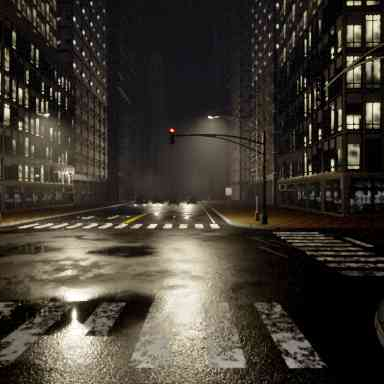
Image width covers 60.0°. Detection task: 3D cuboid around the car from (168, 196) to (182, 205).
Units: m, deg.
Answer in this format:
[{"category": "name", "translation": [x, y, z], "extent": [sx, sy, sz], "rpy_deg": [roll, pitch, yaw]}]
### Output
[{"category": "car", "translation": [-3.226, 1.647, 59.684], "extent": [2.033, 1.411, 5.357], "rpy_deg": [0, 0, 0]}]

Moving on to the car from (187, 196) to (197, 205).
[{"category": "car", "translation": [0.025, 1.648, 60.100], "extent": [2.033, 1.411, 5.357], "rpy_deg": [0, 0, 0]}]

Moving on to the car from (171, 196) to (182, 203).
[{"category": "car", "translation": [-3.222, 1.522, 70.103], "extent": [1.994, 1.385, 4.181], "rpy_deg": [0, 0, 0]}]

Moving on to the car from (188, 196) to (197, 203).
[{"category": "car", "translation": [0.029, 1.583, 70.548], "extent": [1.895, 1.301, 4.718], "rpy_deg": [0, 0, 0]}]

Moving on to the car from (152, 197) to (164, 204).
[{"category": "car", "translation": [-6.474, 1.680, 64.271], "extent": [1.994, 1.385, 4.181], "rpy_deg": [0, 0, 0]}]

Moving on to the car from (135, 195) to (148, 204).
[{"category": "car", "translation": [-9.724, 1.468, 64.302], "extent": [2.097, 1.767, 4.553], "rpy_deg": [0, 0, 0]}]
